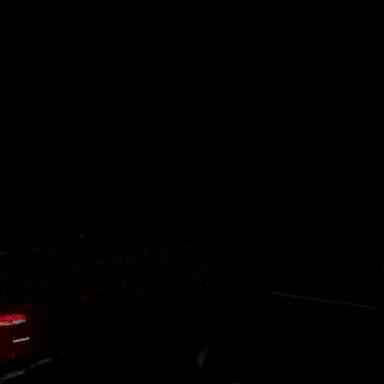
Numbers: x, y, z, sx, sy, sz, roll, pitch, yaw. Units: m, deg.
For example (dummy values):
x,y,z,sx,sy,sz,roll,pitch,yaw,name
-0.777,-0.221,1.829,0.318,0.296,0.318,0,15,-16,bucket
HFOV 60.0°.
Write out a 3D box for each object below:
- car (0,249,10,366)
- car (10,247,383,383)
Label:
x,y,z,sx,sy,sz,roll,pitch,yaw,name
-3.309,1.585,5.323,4.206,1.307,1.802,0,0,35,car
1.254,1.315,2.072,5.009,1.841,2.192,0,0,35,car
